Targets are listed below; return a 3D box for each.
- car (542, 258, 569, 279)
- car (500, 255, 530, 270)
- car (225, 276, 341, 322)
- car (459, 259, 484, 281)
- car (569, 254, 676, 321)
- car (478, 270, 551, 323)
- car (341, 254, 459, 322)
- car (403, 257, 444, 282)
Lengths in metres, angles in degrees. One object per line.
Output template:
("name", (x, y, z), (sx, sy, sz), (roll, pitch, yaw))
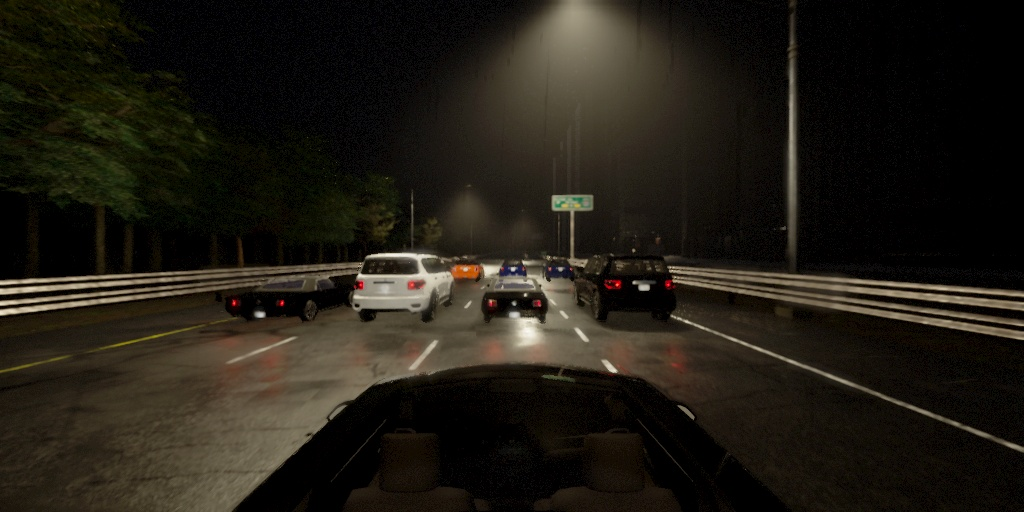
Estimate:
("car", (3.586, 1.012, 28.489), (2.097, 1.767, 4.553), (0, 0, 0))
("car", (0.086, 1.012, 28.481), (2.097, 1.767, 4.553), (0, 0, 0))
("car", (-6.917, 1.320, 12.076), (1.895, 1.301, 4.718), (0, 0, 0))
("car", (-3.414, 1.012, 28.469), (2.097, 1.767, 4.553), (0, 0, 0))
("car", (3.585, 0.940, 12.390), (2.150, 2.045, 5.566), (0, 0, 0))
("car", (0.083, 1.320, 12.034), (1.895, 1.301, 4.718), (0, 0, 0))
("car", (-3.416, 0.940, 12.340), (2.150, 2.045, 5.566), (0, 0, 0))
("car", (-6.914, 1.012, 28.484), (2.097, 1.767, 4.553), (0, 0, 0))
